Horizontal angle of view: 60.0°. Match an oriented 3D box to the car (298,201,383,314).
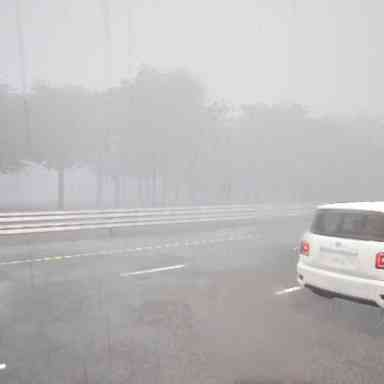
[{"bbox_3d":[4.649,1.222,7.179,5.566,2.045,2.150,0,0,-35],"label":"car"}]
